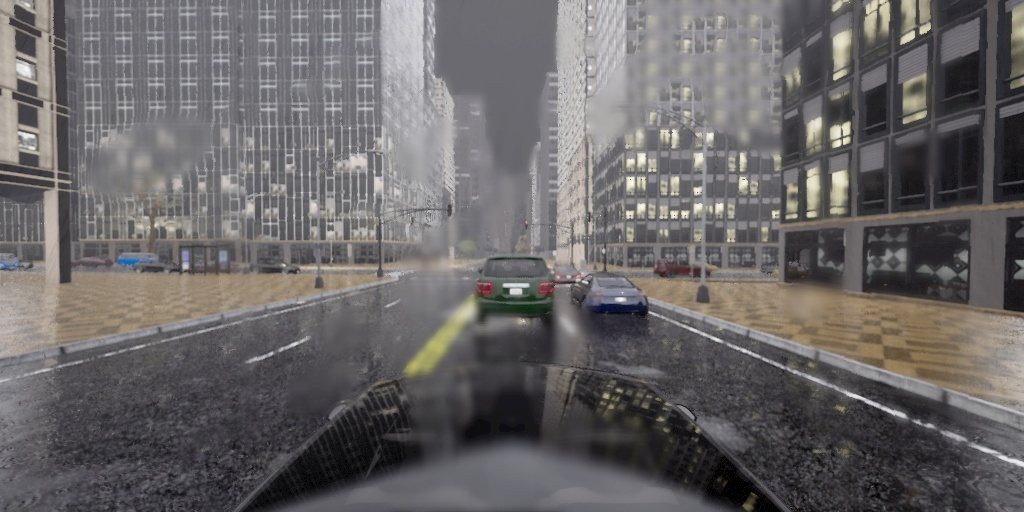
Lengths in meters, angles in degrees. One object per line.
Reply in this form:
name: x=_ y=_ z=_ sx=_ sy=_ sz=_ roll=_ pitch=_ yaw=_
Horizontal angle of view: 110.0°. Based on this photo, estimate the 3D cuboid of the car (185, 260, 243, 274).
car: x=-28.502 y=1.094 z=34.735 sx=4.207 sy=1.307 sz=1.802 roll=0 pitch=0 yaw=1

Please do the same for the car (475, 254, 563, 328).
car: x=0.079 y=0.956 z=11.510 sx=2.150 sy=2.045 sz=5.566 roll=0 pitch=0 yaw=0

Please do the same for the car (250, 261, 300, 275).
car: x=-22.818 y=1.130 z=34.617 sx=4.313 sy=1.339 sz=1.948 roll=0 pitch=0 yaw=1

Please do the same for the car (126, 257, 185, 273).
car: x=-34.183 y=1.025 z=34.893 sx=4.313 sy=1.339 sz=1.948 roll=0 pitch=0 yaw=1

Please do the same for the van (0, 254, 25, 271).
van: x=-51.229 y=0.643 z=35.246 sx=3.998 sy=1.789 sz=1.690 roll=0 pitch=0 yaw=1

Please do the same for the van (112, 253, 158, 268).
van: x=-45.398 y=0.550 z=43.523 sx=3.998 sy=1.789 sz=1.690 roll=0 pitch=0 yaw=1

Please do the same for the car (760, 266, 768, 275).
car: x=30.302 y=1.436 z=39.761 sx=4.892 sy=1.490 sz=1.837 roll=0 pitch=1 yaw=1

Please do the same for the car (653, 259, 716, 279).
car: x=16.108 y=1.224 z=34.194 sx=5.009 sy=1.841 sz=2.192 roll=0 pitch=0 yaw=1

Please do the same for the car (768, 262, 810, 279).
car: x=27.557 y=1.533 z=34.028 sx=4.829 sy=1.417 sz=1.751 roll=0 pitch=0 yaw=1

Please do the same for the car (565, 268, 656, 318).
car: x=3.318 y=1.294 z=12.942 sx=1.994 sy=1.385 sz=4.181 roll=0 pitch=0 yaw=0

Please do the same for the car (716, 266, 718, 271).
car: x=21.697 y=1.338 z=42.494 sx=4.829 sy=1.417 sz=1.751 roll=0 pitch=0 yaw=1

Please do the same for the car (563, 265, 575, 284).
car: x=3.296 y=1.258 z=23.341 sx=2.033 sy=1.411 sz=5.357 roll=0 pitch=0 yaw=0
